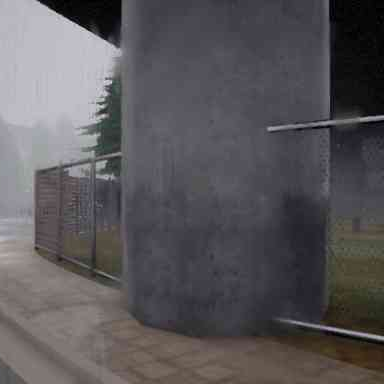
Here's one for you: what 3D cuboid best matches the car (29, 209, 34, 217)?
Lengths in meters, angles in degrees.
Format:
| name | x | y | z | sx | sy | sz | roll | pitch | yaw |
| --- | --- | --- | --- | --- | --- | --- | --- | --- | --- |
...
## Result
| name | x | y | z | sx | sy | sz | roll | pitch | yaw |
| --- | --- | --- | --- | --- | --- | --- | --- | --- | --- |
| car | -14.754 | 1.889 | 35.114 | 1.812 | 1.442 | 4.674 | 0 | -1 | 28 |
